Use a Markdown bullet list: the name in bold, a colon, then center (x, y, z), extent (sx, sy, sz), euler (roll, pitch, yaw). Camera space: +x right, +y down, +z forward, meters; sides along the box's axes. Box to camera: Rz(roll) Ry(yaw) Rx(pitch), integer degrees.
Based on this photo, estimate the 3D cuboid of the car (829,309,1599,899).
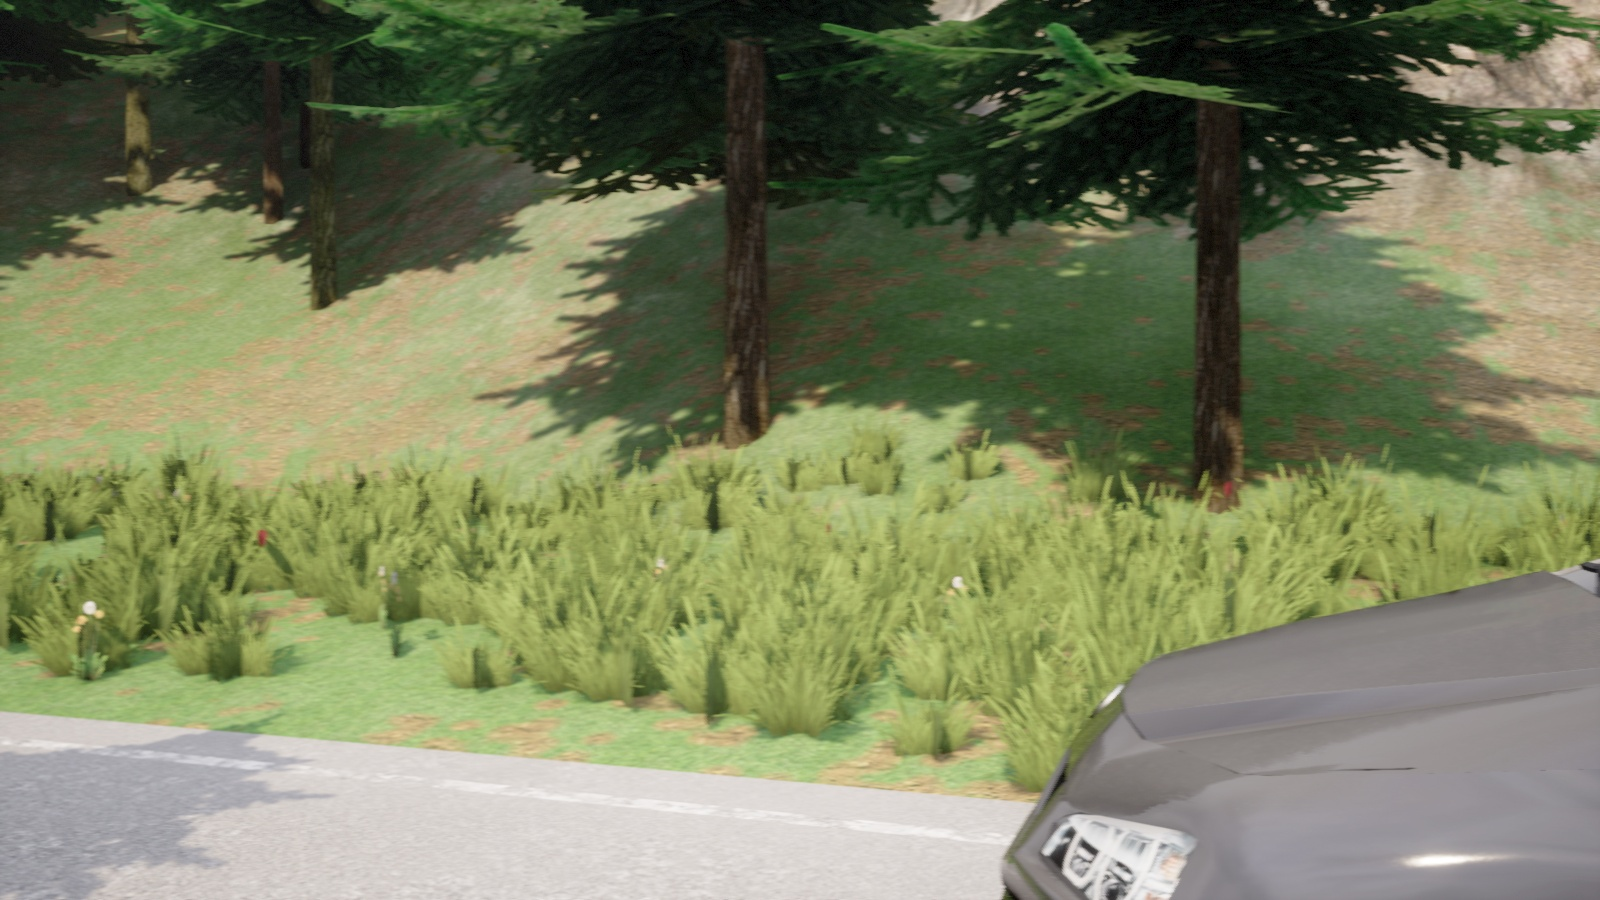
- **car**: center (2.607, 0.642, 2.276), extent (4.611, 1.667, 2.242), euler (1, 1, 22)
